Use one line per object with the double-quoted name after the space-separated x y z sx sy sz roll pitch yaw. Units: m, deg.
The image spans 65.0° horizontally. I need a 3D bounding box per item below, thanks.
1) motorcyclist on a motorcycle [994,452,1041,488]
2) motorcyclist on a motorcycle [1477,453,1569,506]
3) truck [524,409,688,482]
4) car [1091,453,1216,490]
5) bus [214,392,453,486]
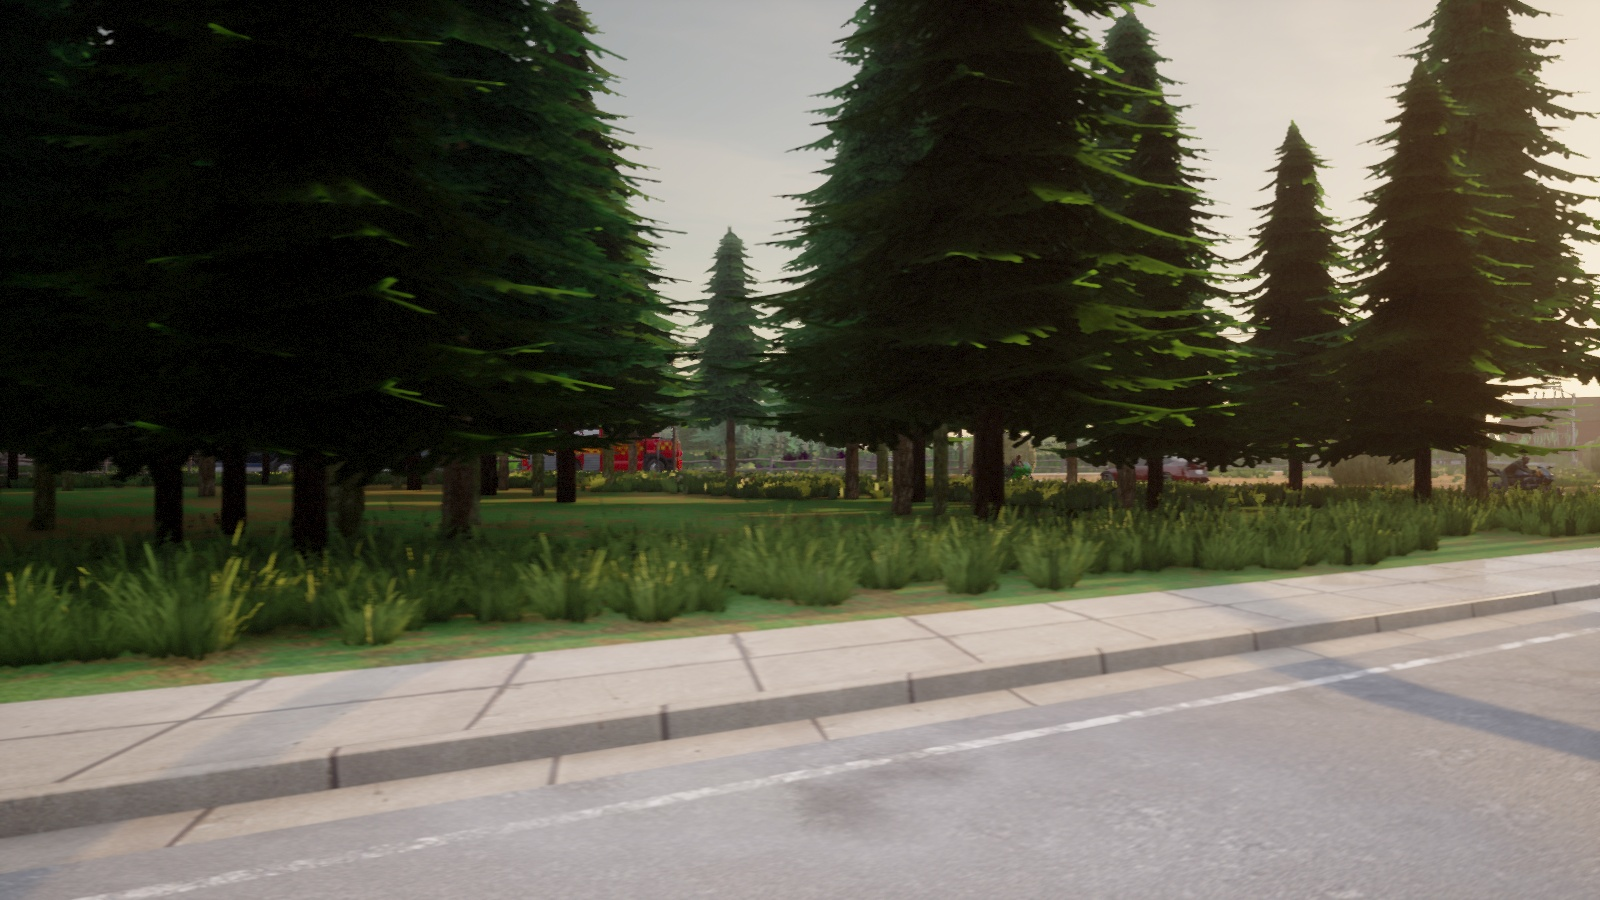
9.424 0.871 54.383 0.797 1.523 2.044 0 0 -35 "motorcyclist on a motorcycle"
21.495 0.855 37.367 0.866 1.530 2.191 0 0 -35 "motorcyclist on a motorcycle"
-10.584 -0.230 68.948 8.468 3.827 2.891 0 0 -32 "truck"
14.806 0.873 52.845 2.163 1.488 4.792 0 0 -35 "car"
-22.611 -0.434 61.191 10.273 4.253 3.944 1 -1 -33 "bus"
